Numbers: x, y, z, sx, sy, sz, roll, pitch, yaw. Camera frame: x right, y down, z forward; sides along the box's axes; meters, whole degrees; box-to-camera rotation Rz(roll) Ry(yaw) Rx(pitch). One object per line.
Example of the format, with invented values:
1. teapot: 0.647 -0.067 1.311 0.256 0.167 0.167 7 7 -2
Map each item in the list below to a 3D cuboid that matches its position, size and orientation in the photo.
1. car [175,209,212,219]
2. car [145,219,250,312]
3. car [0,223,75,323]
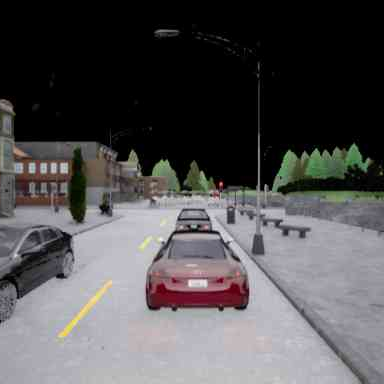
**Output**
1. car: 0.077 1.555 17.059 2.033 1.411 5.357 0 0 0
2. car: 0.092 1.568 7.823 1.994 1.385 4.181 0 0 0
3. car: -4.106 1.495 7.235 2.128 1.511 4.902 0 0 0
